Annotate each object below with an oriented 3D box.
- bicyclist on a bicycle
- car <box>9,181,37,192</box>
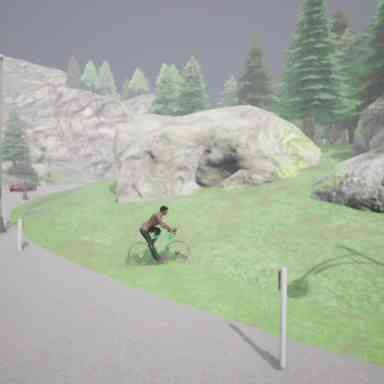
[{"bbox_3d":[-0.886,1.182,8.844,1.656,1.620,0.582,-2,4,-8],"label":"bicyclist on a bicycle"},{"bbox_3d":[-22.160,-0.756,43.843,1.994,1.385,4.181,1,3,0],"label":"car"}]
